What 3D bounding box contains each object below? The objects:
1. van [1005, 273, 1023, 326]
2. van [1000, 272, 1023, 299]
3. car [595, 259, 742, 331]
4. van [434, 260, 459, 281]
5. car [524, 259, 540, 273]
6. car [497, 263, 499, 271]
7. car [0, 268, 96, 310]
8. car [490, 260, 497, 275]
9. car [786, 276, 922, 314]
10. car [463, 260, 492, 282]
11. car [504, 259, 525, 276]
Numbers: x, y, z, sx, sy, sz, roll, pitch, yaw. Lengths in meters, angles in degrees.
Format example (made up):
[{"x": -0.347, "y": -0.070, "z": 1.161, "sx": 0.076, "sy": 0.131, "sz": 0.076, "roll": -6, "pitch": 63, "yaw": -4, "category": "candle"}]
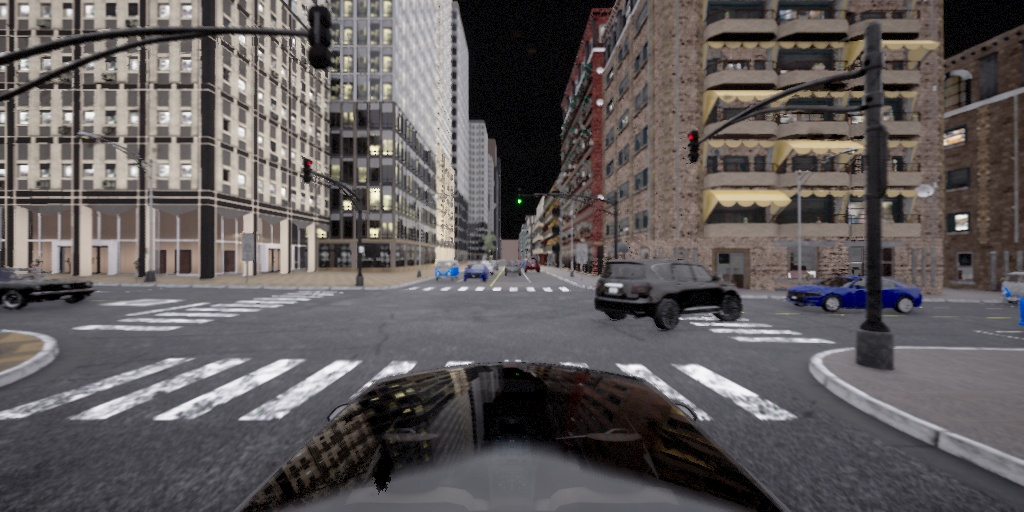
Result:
[{"x": 16.912, "y": 1.493, "z": 9.943, "sx": 3.998, "sy": 1.789, "sz": 1.690, "roll": 0, "pitch": 0, "yaw": 0, "category": "van"}, {"x": 27.919, "y": 1.734, "z": 18.485, "sx": 3.998, "sy": 1.789, "sz": 1.690, "roll": 0, "pitch": 0, "yaw": 0, "category": "van"}, {"x": 5.265, "y": 1.156, "z": 11.943, "sx": 5.566, "sy": 2.045, "sz": 2.150, "roll": 1, "pitch": -2, "yaw": -32, "category": "car"}, {"x": -5.691, "y": 1.242, "z": 31.701, "sx": 1.690, "sy": 1.789, "sz": 3.998, "roll": 0, "pitch": 0, "yaw": 0, "category": "van"}, {"x": 2.689, "y": 1.305, "z": 48.355, "sx": 2.192, "sy": 1.841, "sz": 5.009, "roll": 0, "pitch": 0, "yaw": 0, "category": "car"}, {"x": -3.049, "y": 1.521, "z": 55.694, "sx": 2.128, "sy": 1.511, "sz": 4.902, "roll": 0, "pitch": 0, "yaw": 1, "category": "car"}, {"x": -17.861, "y": 1.091, "z": 12.596, "sx": 4.718, "sy": 1.301, "sz": 1.895, "roll": 1, "pitch": 0, "yaw": 0, "category": "car"}, {"x": -3.084, "y": 1.480, "z": 41.653, "sx": 1.812, "sy": 1.442, "sz": 4.674, "roll": 0, "pitch": 0, "yaw": 0, "category": "car"}, {"x": 14.974, "y": 1.612, "z": 15.867, "sx": 5.008, "sy": 1.535, "sz": 1.882, "roll": 1, "pitch": 0, "yaw": 0, "category": "car"}, {"x": -3.088, "y": 1.378, "z": 31.519, "sx": 1.882, "sy": 1.535, "sz": 5.008, "roll": 0, "pitch": 0, "yaw": 0, "category": "car"}, {"x": 0.098, "y": 1.446, "z": 41.657, "sx": 2.128, "sy": 1.511, "sz": 4.902, "roll": 0, "pitch": 0, "yaw": 0, "category": "car"}]
